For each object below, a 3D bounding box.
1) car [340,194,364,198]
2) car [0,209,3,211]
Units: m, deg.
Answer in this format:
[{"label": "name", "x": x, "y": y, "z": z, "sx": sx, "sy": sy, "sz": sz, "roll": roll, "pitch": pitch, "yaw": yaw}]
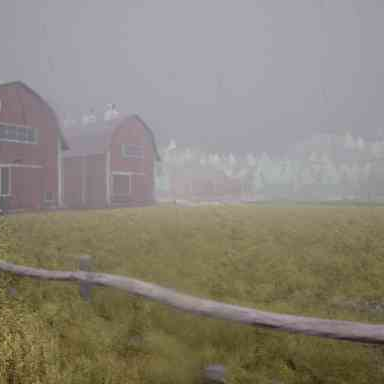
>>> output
[{"label": "car", "x": 40.106, "y": 1.405, "z": 84.086, "sx": 4.605, "sy": 1.855, "sz": 1.932, "roll": 0, "pitch": 0, "yaw": 35}, {"label": "car", "x": -16.808, "y": 1.504, "z": 25.634, "sx": 2.097, "sy": 1.767, "sz": 4.553, "roll": 0, "pitch": 0, "yaw": 14}]
